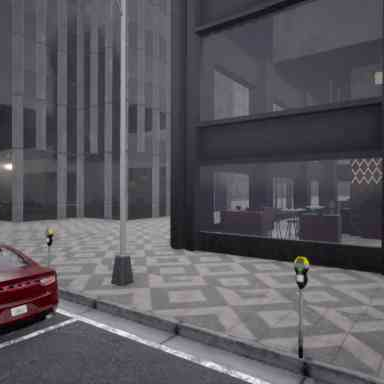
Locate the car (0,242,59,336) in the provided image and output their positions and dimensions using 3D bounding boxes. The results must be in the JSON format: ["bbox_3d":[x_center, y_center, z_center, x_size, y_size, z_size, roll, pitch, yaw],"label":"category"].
[{"bbox_3d":[-4.265,1.544,6.018,4.507,1.381,1.887,0,0,36],"label":"car"}]
